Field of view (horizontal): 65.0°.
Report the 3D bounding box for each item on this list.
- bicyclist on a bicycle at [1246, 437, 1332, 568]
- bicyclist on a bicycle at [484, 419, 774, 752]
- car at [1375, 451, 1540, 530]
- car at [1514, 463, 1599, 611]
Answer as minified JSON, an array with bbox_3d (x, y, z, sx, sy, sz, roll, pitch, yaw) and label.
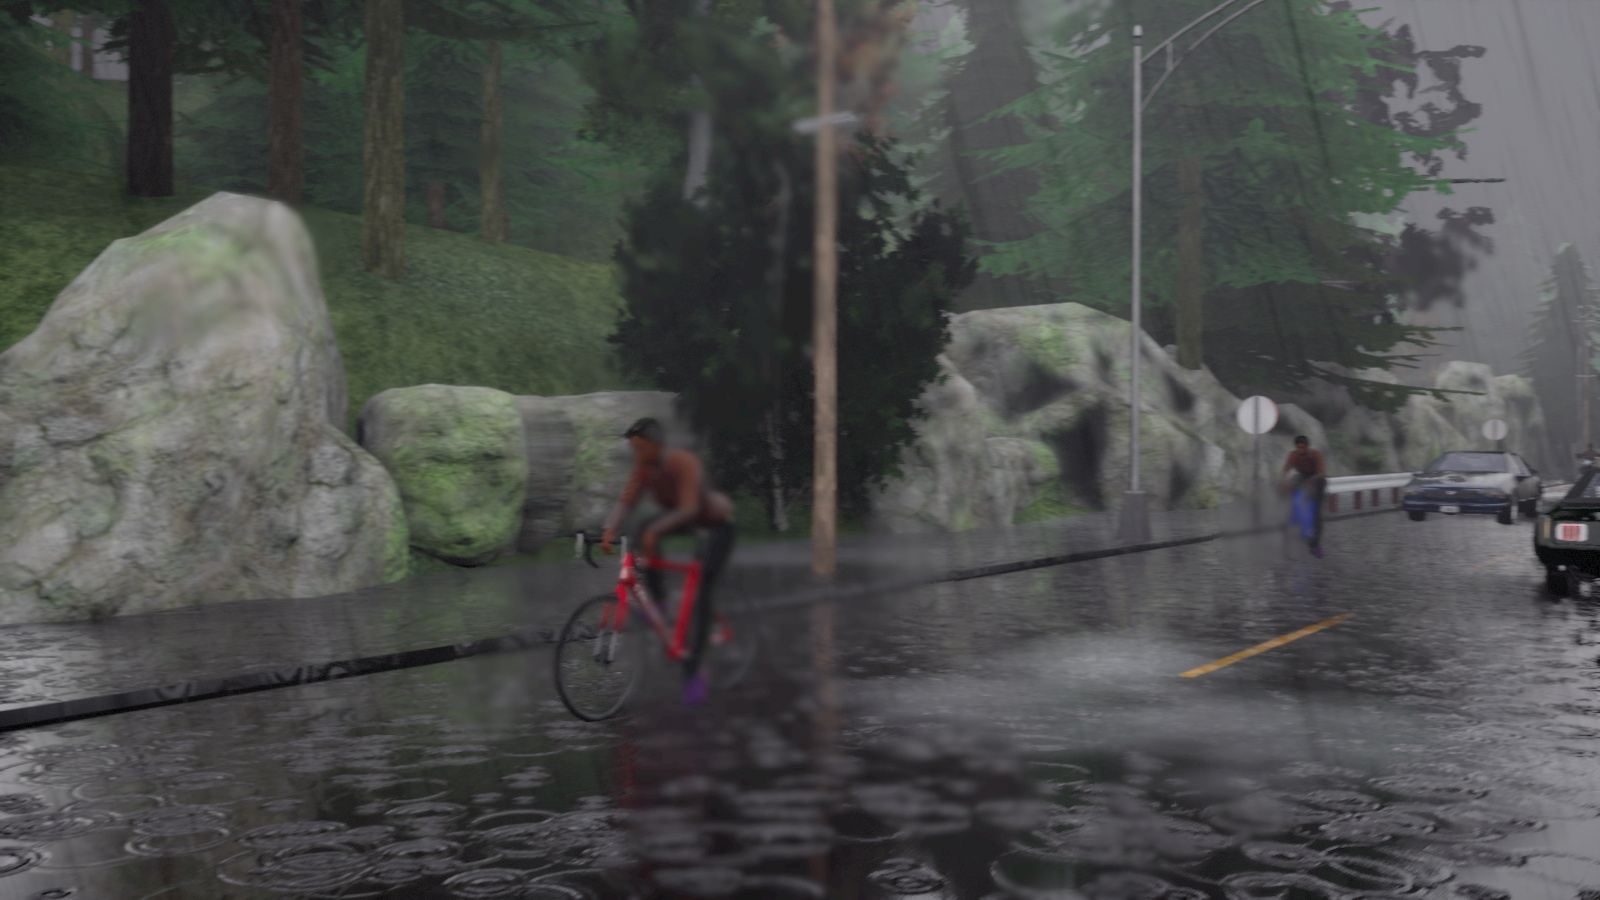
[{"bbox_3d":[6.399,0.641,16.396,0.582,1.620,1.656,1,1,38],"label":"bicyclist on a bicycle"},{"bbox_3d":[-0.890,0.650,6.939,0.582,1.620,1.656,1,1,37],"label":"bicyclist on a bicycle"},{"bbox_3d":[13.449,0.727,25.498,2.033,1.411,5.357,1,0,38],"label":"car"},{"bbox_3d":[8.998,0.825,13.226,1.895,1.301,4.718,1,0,38],"label":"car"}]
